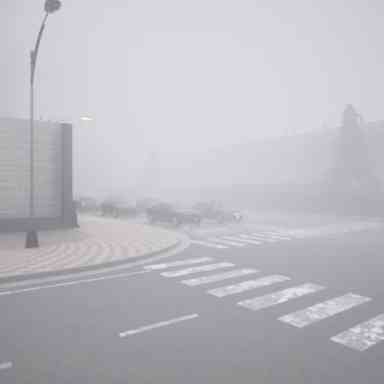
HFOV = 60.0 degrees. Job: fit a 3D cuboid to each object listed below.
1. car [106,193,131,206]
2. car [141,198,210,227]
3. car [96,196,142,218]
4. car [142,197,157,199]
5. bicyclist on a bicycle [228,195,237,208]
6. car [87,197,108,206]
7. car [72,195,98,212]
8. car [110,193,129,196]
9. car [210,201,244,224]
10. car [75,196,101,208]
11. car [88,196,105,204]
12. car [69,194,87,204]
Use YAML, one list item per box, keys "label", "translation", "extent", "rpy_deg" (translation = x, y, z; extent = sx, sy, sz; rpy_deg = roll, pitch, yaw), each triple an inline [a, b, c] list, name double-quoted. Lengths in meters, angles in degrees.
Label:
- label: "car"
  translation: [-12.494, 1.151, 56.448]
  extent: [2.150, 2.045, 5.566]
  rpy_deg: [0, 0, -36]
- label: "car"
  translation: [-1.265, 1.414, 22.490]
  extent: [1.882, 1.535, 5.008]
  rpy_deg: [0, 0, -36]
- label: "car"
  translation: [-6.713, 1.414, 30.119]
  extent: [1.882, 1.535, 5.008]
  rpy_deg: [0, 0, -35]
- label: "car"
  translation: [-3.682, 1.287, 31.896]
  extent: [2.097, 1.767, 4.553]
  rpy_deg: [0, 0, -36]
- label: "bicyclist on a bicycle"
  translation: [4.714, 1.228, 39.037]
  extent: [1.656, 1.620, 0.582]
  rpy_deg: [0, 0, -36]
- label: "car"
  translation: [-15.769, 1.533, 55.184]
  extent: [1.895, 1.301, 4.718]
  rpy_deg: [0, 0, -36]
- label: "car"
  translation: [-12.083, 1.289, 37.647]
  extent: [2.097, 1.767, 4.553]
  rpy_deg: [0, 0, -36]
- label: "car"
  translation: [-8.814, 1.287, 39.083]
  extent: [2.097, 1.767, 4.553]
  rpy_deg: [0, 0, -35]
- label: "car"
  translation: [1.670, 1.426, 24.402]
  extent: [2.128, 1.511, 4.902]
  rpy_deg: [0, 0, -36]
- label: "car"
  translation: [-15.040, 1.426, 47.832]
  extent: [2.128, 1.511, 4.902]
  rpy_deg: [0, 0, -35]
- label: "car"
  translation: [-18.699, 1.456, 65.135]
  extent: [1.812, 1.442, 4.674]
  rpy_deg: [0, 0, -36]
- label: "car"
  translation: [-21.732, 1.284, 63.408]
  extent: [2.097, 1.767, 4.553]
  rpy_deg: [0, 0, -36]
